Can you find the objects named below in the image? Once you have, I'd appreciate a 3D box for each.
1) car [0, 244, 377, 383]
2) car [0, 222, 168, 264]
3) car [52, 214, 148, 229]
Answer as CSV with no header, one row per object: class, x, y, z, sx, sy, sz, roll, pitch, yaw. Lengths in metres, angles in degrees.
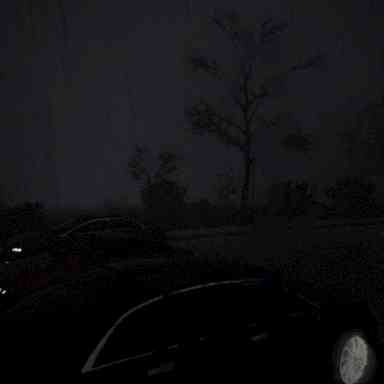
car,0.079,1.488,3.614,4.892,1.490,1.837,0,0,-34
car,-1.857,1.538,6.741,4.181,1.385,1.994,0,0,-34
car,-3.071,1.452,10.136,4.902,1.511,2.128,0,0,-33
